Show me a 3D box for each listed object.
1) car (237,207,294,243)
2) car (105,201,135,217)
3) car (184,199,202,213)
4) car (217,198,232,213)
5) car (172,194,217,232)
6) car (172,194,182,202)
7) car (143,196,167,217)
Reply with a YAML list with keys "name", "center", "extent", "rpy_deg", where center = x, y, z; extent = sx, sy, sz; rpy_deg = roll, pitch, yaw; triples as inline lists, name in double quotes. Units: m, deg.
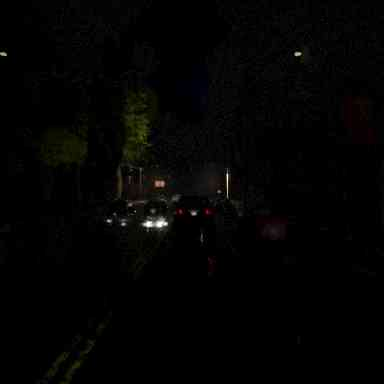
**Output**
- name: "car"
  center: [3.348, 1.463, 15.988]
  extent: [1.882, 1.535, 5.008]
  rpy_deg: [0, 0, 0]
- name: "car"
  center: [-6.605, 1.505, 31.160]
  extent: [2.033, 1.411, 5.357]
  rpy_deg: [0, 0, 0]
- name: "car"
  center: [0.096, 1.507, 37.442]
  extent: [1.994, 1.385, 4.181]
  rpy_deg: [0, 0, 0]
- name: "car"
  center: [3.345, 1.436, 36.881]
  extent: [2.128, 1.511, 4.902]
  rpy_deg: [0, 0, 0]
- name: "car"
  center: [0.098, 1.201, 19.938]
  extent: [2.150, 2.045, 5.566]
  rpy_deg: [0, 0, 0]
- name: "car"
  center: [-3.259, 1.266, 72.243]
  extent: [2.097, 1.767, 4.553]
  rpy_deg: [0, 0, 0]
- name: "car"
  center: [-3.351, 1.450, 31.095]
  extent: [2.128, 1.511, 4.902]
  rpy_deg: [0, 0, 0]
